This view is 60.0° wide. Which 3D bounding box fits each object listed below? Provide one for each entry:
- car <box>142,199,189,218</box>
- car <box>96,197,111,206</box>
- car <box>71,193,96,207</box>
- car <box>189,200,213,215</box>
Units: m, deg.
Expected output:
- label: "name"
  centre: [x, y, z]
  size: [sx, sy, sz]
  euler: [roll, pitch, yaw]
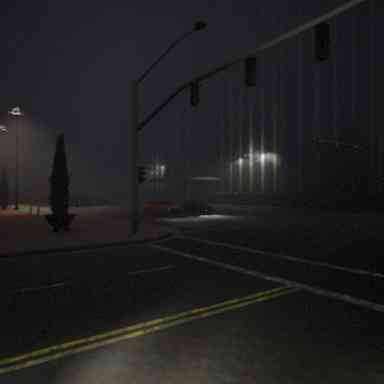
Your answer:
- label: "car"
  centre: [-2.712, 1.400, 30.138]
  size: [1.882, 1.535, 5.008]
  euler: [0, 0, -36]
- label: "car"
  centre: [-14.734, 1.453, 52.815]
  size: [2.033, 1.411, 5.357]
  euler: [0, 0, -35]
- label: "car"
  centre: [-16.564, 1.147, 49.350]
  size: [2.150, 2.045, 5.566]
  euler: [0, 0, -36]
- label: "car"
  centre: [0.151, 1.467, 32.154]
  size: [1.994, 1.385, 4.181]
  euler: [0, 0, -36]
